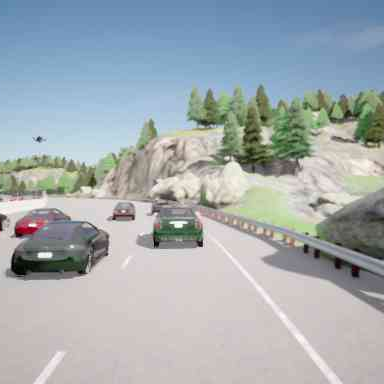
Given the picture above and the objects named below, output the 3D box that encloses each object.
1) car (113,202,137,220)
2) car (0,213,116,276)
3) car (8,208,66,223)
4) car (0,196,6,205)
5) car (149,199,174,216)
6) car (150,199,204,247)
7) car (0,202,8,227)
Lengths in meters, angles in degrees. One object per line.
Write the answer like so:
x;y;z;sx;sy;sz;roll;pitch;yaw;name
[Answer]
-5.776;1.569;28.583;2.033;1.411;5.357;0;0;-9;car
-3.846;1.575;10.443;1.994;1.385;4.181;0;0;-3;car
-8.000;1.586;18.264;1.994;1.385;4.181;0;0;-6;car
-37.593;1.607;64.438;2.128;1.511;4.902;0;0;-22;car
-3.205;1.509;34.084;2.128;1.511;4.902;0;0;-10;car
-0.697;1.359;15.362;2.097;1.767;4.553;0;0;-4;car
-11.439;1.521;17.551;2.128;1.511;4.902;0;0;-6;car
